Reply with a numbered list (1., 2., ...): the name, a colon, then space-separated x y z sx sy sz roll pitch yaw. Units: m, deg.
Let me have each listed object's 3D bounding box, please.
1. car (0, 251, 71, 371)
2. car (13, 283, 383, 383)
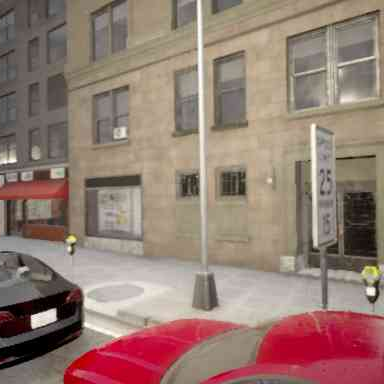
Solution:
1. car: -3.545 1.653 5.383 4.313 1.339 1.947 -1 -1 36
2. car: 0.937 1.550 2.184 4.507 1.381 1.887 -1 -1 36
